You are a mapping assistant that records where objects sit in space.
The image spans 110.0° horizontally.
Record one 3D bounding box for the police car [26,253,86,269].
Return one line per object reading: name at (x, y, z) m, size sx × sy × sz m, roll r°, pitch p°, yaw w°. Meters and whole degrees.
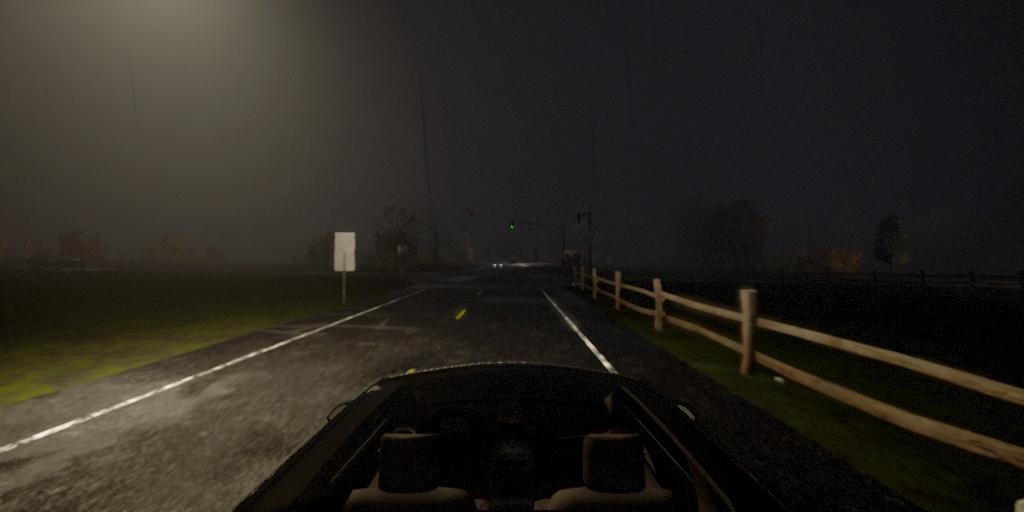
police car at (-47.603, 0.508, 37.564) m, size 5.238 × 1.638 × 1.930 m, roll 1°, pitch -1°, yaw 3°
